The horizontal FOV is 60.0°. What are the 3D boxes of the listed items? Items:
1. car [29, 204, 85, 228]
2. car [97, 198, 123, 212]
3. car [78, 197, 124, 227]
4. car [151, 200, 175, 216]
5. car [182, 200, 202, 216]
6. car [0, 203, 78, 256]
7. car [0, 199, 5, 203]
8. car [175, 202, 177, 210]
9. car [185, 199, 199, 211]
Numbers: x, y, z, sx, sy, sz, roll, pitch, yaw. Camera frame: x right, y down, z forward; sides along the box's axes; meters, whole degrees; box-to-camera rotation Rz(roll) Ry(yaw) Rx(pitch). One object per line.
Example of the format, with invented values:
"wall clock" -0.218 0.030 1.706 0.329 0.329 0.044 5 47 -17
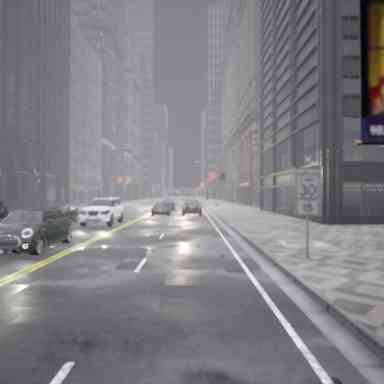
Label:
"car" -9.843 1.675 24.707 2.128 1.511 4.902 0 0 0
"car" -9.755 1.508 39.942 1.837 1.490 4.892 0 0 0
"car" -6.595 1.406 24.968 2.150 2.045 5.566 0 0 1
"car" -3.253 1.826 35.841 1.994 1.385 4.181 0 0 0
"car" -0.004 1.613 35.739 2.097 1.767 4.553 0 0 0
"car" -6.597 1.453 13.611 2.097 1.767 4.553 0 0 0
"car" -9.849 1.326 13.983 2.150 2.045 5.566 0 0 0
"car" -3.245 1.846 46.982 1.837 1.490 4.892 0 0 0
"car" 0.006 1.846 47.015 1.837 1.490 4.892 0 0 0
